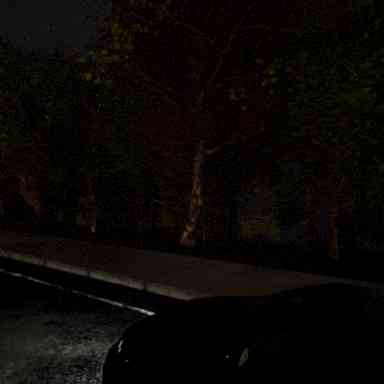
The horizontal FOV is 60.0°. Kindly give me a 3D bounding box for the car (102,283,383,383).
[{"bbox_3d":[1.158,1.561,2.860,4.181,1.385,1.994,0,0,36],"label":"car"}]
